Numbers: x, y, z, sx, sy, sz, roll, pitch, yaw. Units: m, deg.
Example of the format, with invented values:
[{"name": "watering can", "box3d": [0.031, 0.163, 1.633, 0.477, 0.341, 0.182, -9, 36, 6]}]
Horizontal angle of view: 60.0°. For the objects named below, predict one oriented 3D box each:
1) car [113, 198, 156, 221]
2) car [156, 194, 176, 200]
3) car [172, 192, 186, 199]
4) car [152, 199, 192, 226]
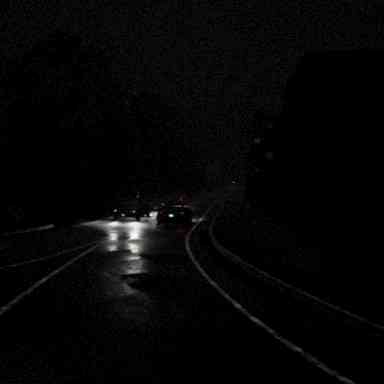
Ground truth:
[{"name": "car", "box3d": [-4.380, 1.204, 24.894, 1.812, 1.442, 4.674, 2, 2, 7]}, {"name": "car", "box3d": [-3.335, 1.236, 34.941, 1.895, 1.301, 4.718, 2, 1, 6]}, {"name": "car", "box3d": [-2.079, 0.837, 46.298, 2.097, 1.767, 4.553, 2, 1, 7]}, {"name": "car", "box3d": [-1.102, 1.403, 22.246, 1.994, 1.385, 4.181, 2, 1, 5]}]
